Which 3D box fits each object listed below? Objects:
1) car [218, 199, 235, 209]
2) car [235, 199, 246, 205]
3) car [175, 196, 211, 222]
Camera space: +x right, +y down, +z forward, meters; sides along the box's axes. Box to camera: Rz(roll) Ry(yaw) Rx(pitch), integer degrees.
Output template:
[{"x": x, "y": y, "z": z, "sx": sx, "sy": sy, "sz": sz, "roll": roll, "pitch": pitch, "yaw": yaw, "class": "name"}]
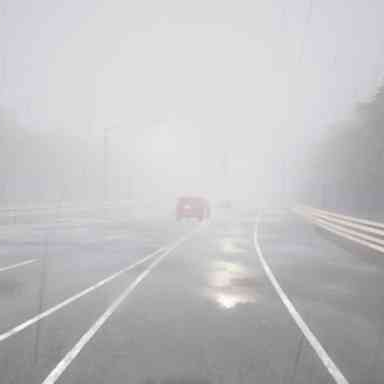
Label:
[{"x": 5.236, "y": 1.862, "z": 52.000, "sx": 1.882, "sy": 1.535, "sz": 5.008, "roll": 0, "pitch": -1, "yaw": 12, "class": "car"}, {"x": 10.980, "y": 2.322, "z": 78.542, "sx": 1.812, "sy": 1.442, "sz": 4.674, "roll": 0, "pitch": -1, "yaw": 12, "class": "car"}, {"x": 0.172, "y": 1.390, "z": 28.292, "sx": 2.150, "sy": 2.045, "sz": 5.566, "roll": 0, "pitch": 0, "yaw": 12, "class": "car"}]
